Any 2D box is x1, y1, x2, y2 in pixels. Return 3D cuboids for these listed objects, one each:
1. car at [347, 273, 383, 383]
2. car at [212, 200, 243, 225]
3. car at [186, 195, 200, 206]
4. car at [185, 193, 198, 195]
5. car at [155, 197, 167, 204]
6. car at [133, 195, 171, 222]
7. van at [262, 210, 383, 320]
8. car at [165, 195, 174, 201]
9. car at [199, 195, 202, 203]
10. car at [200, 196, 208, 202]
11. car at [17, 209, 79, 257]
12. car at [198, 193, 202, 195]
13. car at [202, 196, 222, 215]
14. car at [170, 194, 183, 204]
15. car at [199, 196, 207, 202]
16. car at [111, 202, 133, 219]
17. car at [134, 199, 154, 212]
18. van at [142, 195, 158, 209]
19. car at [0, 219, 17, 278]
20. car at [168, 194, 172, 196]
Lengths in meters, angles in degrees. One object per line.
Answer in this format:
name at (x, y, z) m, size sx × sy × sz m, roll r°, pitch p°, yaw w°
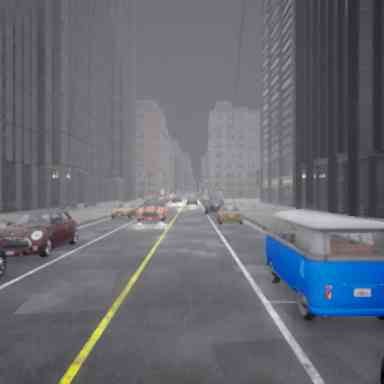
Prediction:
car at (2.666, 1.565, 1.408) m, size 1.947 × 1.339 × 4.313 m, roll 0°, pitch 0°, yaw 0°
car at (2.666, 1.540, 24.171) m, size 1.752 × 1.417 × 4.829 m, roll 0°, pitch 0°, yaw 1°
car at (0.025, 1.645, 56.311) m, size 1.895 × 1.301 × 4.718 m, roll 0°, pitch 0°, yaw 1°
car at (0.000, 1.423, 75.113) m, size 2.033 × 1.411 × 5.357 m, roll 0°, pitch 0°, yaw 0°
car at (-5.859, 1.624, 63.461) m, size 1.802 × 1.307 × 4.206 m, roll 0°, pitch 0°, yaw 0°
car at (-3.099, 1.370, 26.701) m, size 2.097 × 1.767 × 4.553 m, roll 0°, pitch 0°, yaw 0°
van at (2.665, 1.340, 7.047) m, size 1.690 × 1.788 × 3.998 m, roll 0°, pitch 0°, yaw 0°
car at (-5.859, 1.593, 86.021) m, size 1.947 × 1.339 × 4.313 m, roll 0°, pitch 0°, yaw 0°
car at (2.667, 1.594, 57.799) m, size 2.008 × 1.369 × 4.403 m, roll 0°, pitch 0°, yaw 0°
car at (2.667, 1.617, 74.717) m, size 1.802 × 1.307 × 4.206 m, roll 0°, pitch 0°, yaw 0°
car at (-5.860, 1.442, 12.700) m, size 1.967 × 1.590 × 4.097 m, roll 0°, pitch 0°, yaw 0°
car at (2.667, 1.479, 69.077) m, size 1.967 × 1.590 × 4.097 m, roll 0°, pitch 0°, yaw 0°
car at (2.386, 1.383, 34.675) m, size 2.097 × 1.767 × 4.553 m, roll 0°, pitch 0°, yaw 0°
car at (-3.006, 1.631, 67.178) m, size 1.895 × 1.301 × 4.718 m, roll 0°, pitch 0°, yaw 0°
car at (2.667, 1.575, 80.356) m, size 1.887 × 1.381 × 4.507 m, roll 0°, pitch 0°, yaw 0°
car at (-5.867, 1.547, 29.417) m, size 1.752 × 1.417 × 4.829 m, roll 0°, pitch 0°, yaw 1°
car at (-5.861, 1.563, 40.730) m, size 1.752 × 1.417 × 4.829 m, roll 0°, pitch 0°, yaw 0°
van at (-5.860, 1.383, 46.542) m, size 1.690 × 1.788 × 3.998 m, roll 0°, pitch 0°, yaw 0°
car at (-5.860, 1.440, 7.062) m, size 1.967 × 1.590 × 4.097 m, roll 0°, pitch 0°, yaw 0°
car at (-5.859, 1.479, 69.102) m, size 1.967 × 1.590 × 4.097 m, roll 0°, pitch 0°, yaw 0°
